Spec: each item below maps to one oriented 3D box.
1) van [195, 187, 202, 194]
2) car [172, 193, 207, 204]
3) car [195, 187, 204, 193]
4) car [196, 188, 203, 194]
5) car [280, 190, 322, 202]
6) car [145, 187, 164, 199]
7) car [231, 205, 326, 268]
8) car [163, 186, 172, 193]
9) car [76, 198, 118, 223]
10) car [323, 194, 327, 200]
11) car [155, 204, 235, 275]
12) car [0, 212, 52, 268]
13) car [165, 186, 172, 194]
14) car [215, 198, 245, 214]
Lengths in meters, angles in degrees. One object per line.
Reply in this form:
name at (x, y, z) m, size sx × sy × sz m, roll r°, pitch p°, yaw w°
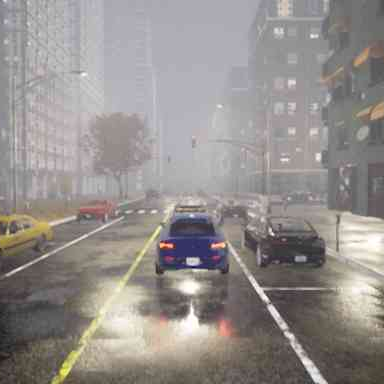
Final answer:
van at (1.758, -0.516, 86.720) m, size 1.690 × 1.788 × 3.998 m, roll 0°, pitch 1°, yaw -1°
car at (-0.133, 1.052, 19.710) m, size 2.128 × 1.511 × 4.902 m, roll 0°, pitch 1°, yaw 0°
car at (1.878, -0.064, 75.682) m, size 1.947 × 1.339 × 4.313 m, roll 0°, pitch 1°, yaw -1°
car at (1.817, -0.223, 81.372) m, size 1.752 × 1.417 × 4.829 m, roll 0°, pitch 1°, yaw -1°
car at (12.990, 0.438, 40.728) m, size 4.403 × 1.369 × 2.008 m, roll -1°, pitch 2°, yaw -1°
car at (-6.266, 0.155, 53.502) m, size 2.192 × 1.841 × 5.009 m, roll 0°, pitch 1°, yaw -1°
car at (2.582, 1.320, 10.155) m, size 2.008 × 1.369 × 4.403 m, roll 0°, pitch 1°, yaw -1°
car at (-6.681, -0.647, 92.151) m, size 2.192 × 1.841 × 5.009 m, roll 0°, pitch 1°, yaw -1°
car at (-5.917, 1.078, 21.128) m, size 1.887 × 1.381 × 4.507 m, roll 0°, pitch 1°, yaw -1°
car at (18.386, 0.331, 40.838) m, size 4.829 × 1.417 × 1.752 m, roll -1°, pitch 2°, yaw -1°
car at (-0.012, 1.308, 9.611) m, size 1.812 × 1.442 × 4.674 m, roll 0°, pitch 1°, yaw -1°
car at (-5.796, 1.306, 9.895) m, size 1.752 × 1.417 × 4.829 m, roll 0°, pitch 1°, yaw -1°
car at (-6.621, -0.284, 86.636) m, size 1.947 × 1.339 × 4.313 m, roll 0°, pitch 1°, yaw -1°
car at (2.462, 1.077, 21.217) m, size 2.008 × 1.369 × 4.403 m, roll 0°, pitch 1°, yaw -1°
